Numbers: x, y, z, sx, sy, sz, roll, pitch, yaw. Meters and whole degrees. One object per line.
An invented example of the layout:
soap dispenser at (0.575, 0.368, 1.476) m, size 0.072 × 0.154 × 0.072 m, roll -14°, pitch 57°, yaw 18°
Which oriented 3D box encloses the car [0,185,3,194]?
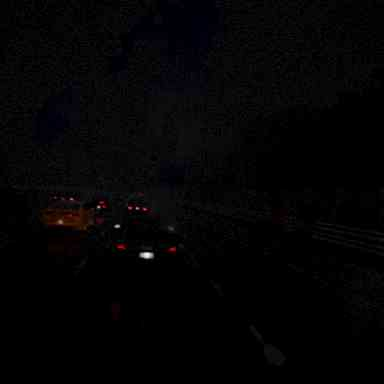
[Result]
car at (-34.496, -0.491, 57.026) m, size 1.882 × 1.535 × 5.008 m, roll 5°, pitch -1°, yaw -10°

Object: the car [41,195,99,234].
car at (-6.201, 1.154, 17.082) m, size 1.882 × 1.535 × 5.008 m, roll 4°, pitch -1°, yaw -10°

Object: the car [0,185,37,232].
car at (-9.495, 0.630, 15.772) m, size 2.150 × 2.045 × 5.566 m, roll 4°, pitch -1°, yaw -10°

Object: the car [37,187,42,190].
car at (-27.685, -0.087, 58.624) m, size 2.097 × 1.767 × 4.553 m, roll 4°, pitch -1°, yaw -10°

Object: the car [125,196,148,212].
car at (-5.103, 1.452, 30.958) m, size 2.033 × 1.411 × 5.357 m, roll 4°, pitch -1°, yaw -10°

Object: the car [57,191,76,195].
car at (-12.734, 0.708, 34.136) m, size 2.097 × 1.767 × 4.553 m, roll 4°, pitch -1°, yaw -10°

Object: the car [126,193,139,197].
car at (-7.961, 1.364, 47.218) m, size 1.882 × 1.535 × 5.008 m, roll 4°, pitch -1°, yaw -10°

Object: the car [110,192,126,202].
car at (-15.171, 1.187, 68.002) m, size 1.994 × 1.385 × 4.181 m, roll 4°, pitch -1°, yaw -10°

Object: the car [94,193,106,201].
car at (-18.616, 0.957, 67.427) m, size 1.895 × 1.301 × 4.718 m, roll 4°, pitch -1°, yaw -10°

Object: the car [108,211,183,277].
car at (-1.473, 1.541, 10.286) m, size 1.994 × 1.385 × 4.181 m, roll 4°, pitch -1°, yaw -10°

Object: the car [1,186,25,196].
car at (-31.109, -0.193, 57.885) m, size 2.128 × 1.511 × 4.902 m, roll 5°, pitch -1°, yaw -10°

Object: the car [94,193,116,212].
car at (-9.058, 1.134, 33.311) m, size 1.837 × 1.490 × 4.892 m, roll 4°, pitch -1°, yaw -10°
